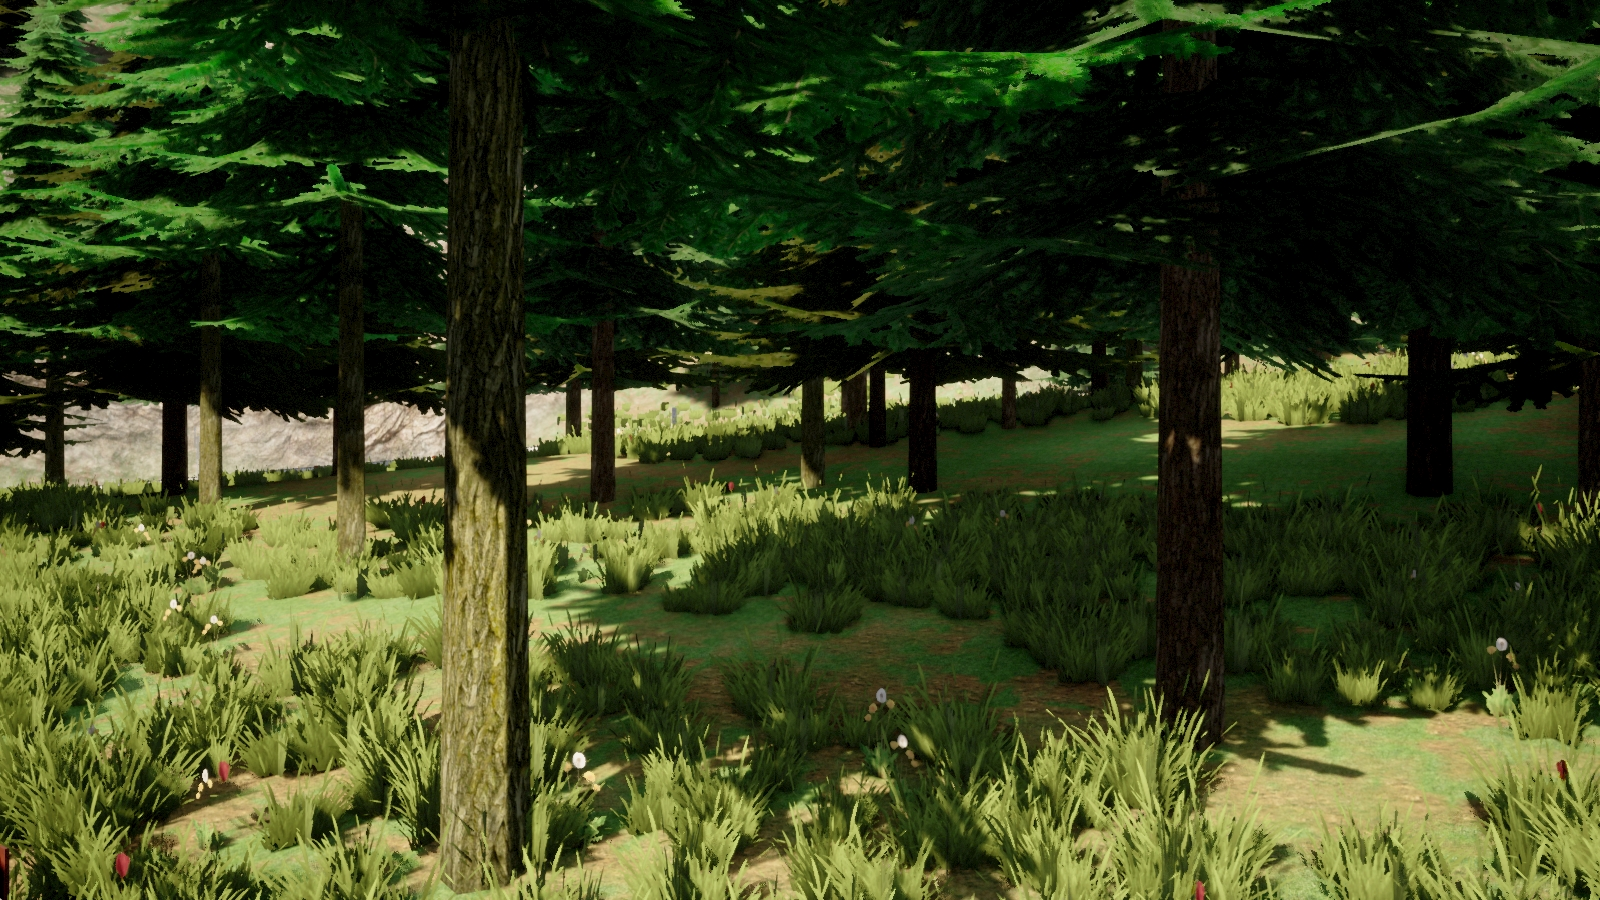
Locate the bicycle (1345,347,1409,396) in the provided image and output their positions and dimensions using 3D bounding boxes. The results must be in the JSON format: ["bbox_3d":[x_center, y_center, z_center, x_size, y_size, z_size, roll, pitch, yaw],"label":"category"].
[{"bbox_3d":[19.807,-2.684,39.218,1.835,1.471,0.329,-5,-2,29],"label":"bicycle"}]
